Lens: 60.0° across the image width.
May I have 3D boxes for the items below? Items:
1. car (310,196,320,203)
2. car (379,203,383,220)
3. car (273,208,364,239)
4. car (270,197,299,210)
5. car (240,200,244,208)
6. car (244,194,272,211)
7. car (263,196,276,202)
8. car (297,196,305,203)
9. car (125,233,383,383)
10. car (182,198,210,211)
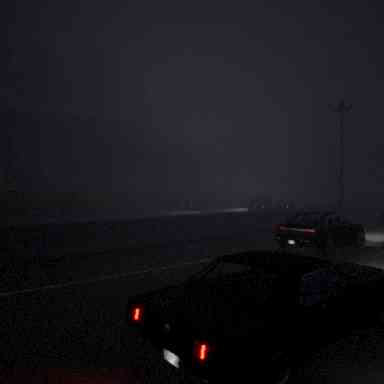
[{"bbox_3d":[27.882,1.714,75.140,1.882,1.535,5.008,0,0,25],"label":"car"},{"bbox_3d":[16.984,1.597,28.107,2.128,1.511,4.902,0,0,32],"label":"car"},{"bbox_3d":[5.222,1.534,13.272,4.902,1.511,2.128,0,0,-44],"label":"car"},{"bbox_3d":[10.736,1.638,38.525,1.812,1.442,4.674,0,0,27],"label":"car"},{"bbox_3d":[8.690,1.625,50.400,2.128,1.511,4.902,0,0,25],"label":"car"},{"bbox_3d":[8.782,1.336,42.390,2.150,2.045,5.566,0,0,26],"label":"car"},{"bbox_3d":[18.866,1.758,80.665,2.033,1.411,5.357,0,0,25],"label":"car"},{"bbox_3d":[25.399,1.704,78.117,1.882,1.535,5.008,0,0,25],"label":"car"},{"bbox_3d":[1.491,1.616,5.203,4.718,1.301,1.895,0,0,-39],"label":"car"},{"bbox_3d":[0.545,1.570,41.678,1.882,1.535,5.008,0,0,28],"label":"car"}]
